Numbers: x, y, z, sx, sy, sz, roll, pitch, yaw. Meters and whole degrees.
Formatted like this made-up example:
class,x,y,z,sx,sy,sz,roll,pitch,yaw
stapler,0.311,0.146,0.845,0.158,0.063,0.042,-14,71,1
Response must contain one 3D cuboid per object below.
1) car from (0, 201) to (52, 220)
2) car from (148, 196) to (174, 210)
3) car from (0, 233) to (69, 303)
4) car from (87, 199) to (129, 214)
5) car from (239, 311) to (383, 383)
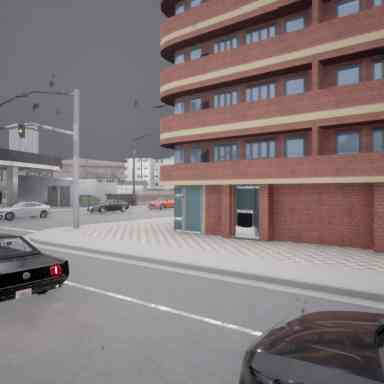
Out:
class,x,y,z,sx,sy,sz,roll,pitch,yaw
car,-14.133,1.523,27.951,1.812,1.442,4.674,0,0,34
car,-3.670,1.389,43.183,2.097,1.767,4.553,0,0,35
car,-4.929,1.599,7.496,4.718,1.301,1.895,0,0,36
car,-8.907,1.509,35.595,2.128,1.511,4.902,0,0,35
car,2.651,1.514,2.104,4.892,1.490,1.837,0,0,35
